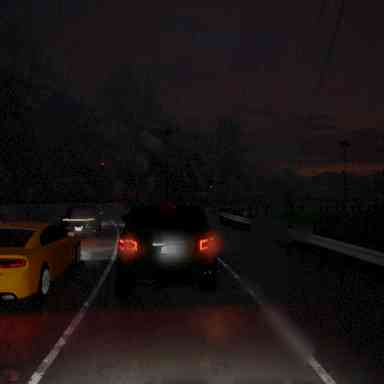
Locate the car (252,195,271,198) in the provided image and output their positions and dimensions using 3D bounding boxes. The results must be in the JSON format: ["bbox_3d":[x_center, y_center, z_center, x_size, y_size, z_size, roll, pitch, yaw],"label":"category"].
[{"bbox_3d":[15.270,1.540,72.155,5.357,1.411,2.033,0,0,-20],"label":"car"}]

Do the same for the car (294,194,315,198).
[{"bbox_3d":[21.883,1.552,67.138,4.181,1.385,1.994,0,0,-20],"label":"car"}]

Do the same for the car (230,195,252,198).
[{"bbox_3d":[7.942,1.547,62.105,5.357,1.411,2.033,0,0,-20],"label":"car"}]

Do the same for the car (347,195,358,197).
[{"bbox_3d":[35.284,1.478,73.631,5.008,1.535,1.882,0,0,-30],"label":"car"}]

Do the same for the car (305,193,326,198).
[{"bbox_3d":[29.438,1.355,78.290,4.553,1.767,2.097,0,0,-27],"label":"car"}]

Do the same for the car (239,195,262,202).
[{"bbox_3d":[13.201,1.477,75.124,5.008,1.535,1.882,0,0,-20],"label":"car"}]

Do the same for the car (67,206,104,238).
[{"bbox_3d":[-5.773,1.491,17.586,2.128,1.511,4.902,0,0,-14],"label":"car"}]

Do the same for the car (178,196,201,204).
[{"bbox_3d":[-0.468,1.563,66.462,4.181,1.385,1.994,0,0,-20],"label":"car"}]

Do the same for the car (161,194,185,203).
[{"bbox_3d":[-4.016,1.353,68.831,4.553,1.767,2.097,0,0,-20],"label":"car"}]

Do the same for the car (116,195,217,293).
[{"bbox_3d":[-0.759,1.221,9.071,2.150,2.045,5.566,0,0,-7],"label":"car"}]

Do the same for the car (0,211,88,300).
[{"bbox_3d":[-4.167,1.478,8.343,1.882,1.535,5.008,0,0,-6],"label":"car"}]

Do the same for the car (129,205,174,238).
[{"bbox_3d":[-2.512,1.547,19.111,2.033,1.411,5.357,0,0,-13],"label":"car"}]
